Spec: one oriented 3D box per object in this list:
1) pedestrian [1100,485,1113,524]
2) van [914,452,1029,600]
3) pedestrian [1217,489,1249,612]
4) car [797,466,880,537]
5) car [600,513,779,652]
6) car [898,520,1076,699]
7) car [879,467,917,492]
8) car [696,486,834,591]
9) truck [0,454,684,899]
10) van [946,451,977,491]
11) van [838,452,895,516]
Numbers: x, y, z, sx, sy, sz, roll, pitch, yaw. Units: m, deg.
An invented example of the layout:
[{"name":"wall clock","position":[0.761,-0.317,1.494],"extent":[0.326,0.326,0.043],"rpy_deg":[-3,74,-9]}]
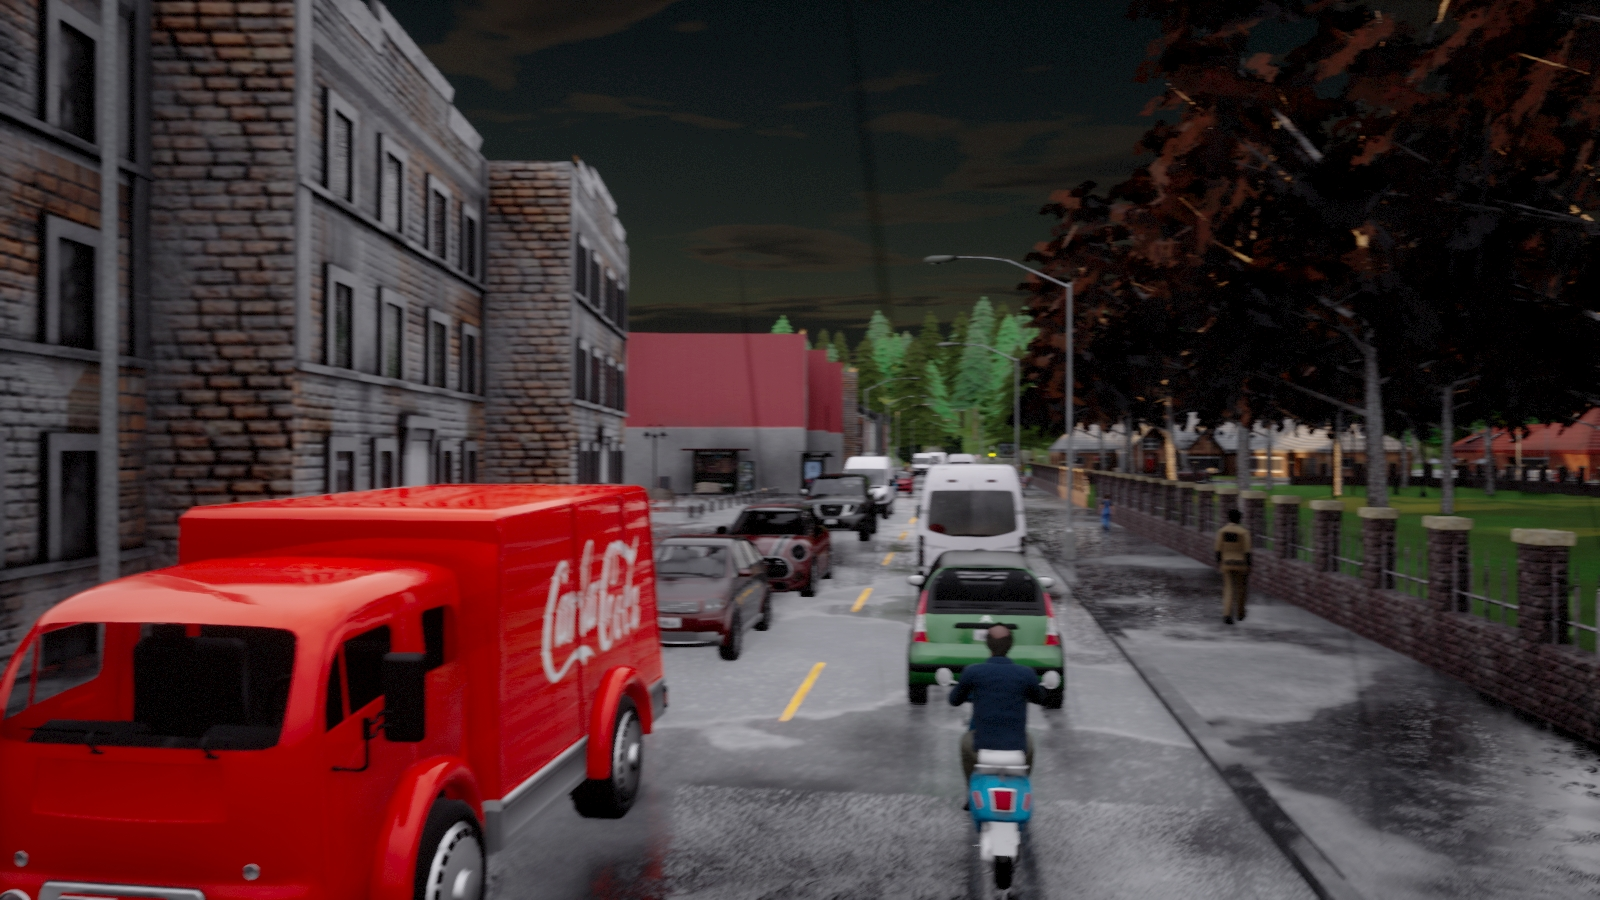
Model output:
[{"name":"pedestrian","position":[10.443,1.841,38.892],"extent":[0.375,1.300,0.375],"rpy_deg":[0,0,8]},{"name":"van","position":[3.420,1.333,23.039],"extent":[1.988,2.561,5.915],"rpy_deg":[0,0,8]},{"name":"pedestrian","position":[6.707,1.544,17.683],"extent":[0.375,1.860,0.375],"rpy_deg":[0,0,36]},{"name":"car","position":[1.340,1.585,37.018],"extent":[2.150,2.045,5.566],"rpy_deg":[0,0,8]},{"name":"car","position":[-1.473,1.812,16.638],"extent":[1.789,1.549,3.705],"rpy_deg":[0,0,8]},{"name":"car","position":[2.225,1.791,14.025],"extent":[1.851,1.617,3.988],"rpy_deg":[0,0,8]},{"name":"car","position":[6.396,1.893,73.971],"extent":[2.231,1.480,4.892],"rpy_deg":[0,0,8]},{"name":"car","position":[-0.589,1.700,23.343],"extent":[2.097,1.767,4.553],"rpy_deg":[0,0,8]},{"name":"truck","position":[-2.692,1.331,7.716],"extent":[2.627,2.467,5.204],"rpy_deg":[0,1,8]},{"name":"van","position":[10.853,1.374,77.038],"extent":[1.988,2.561,5.915],"rpy_deg":[0,0,8]},{"name":"van","position":[2.920,1.347,48.803],"extent":[1.988,2.561,5.915],"rpy_deg":[0,0,8]}]
